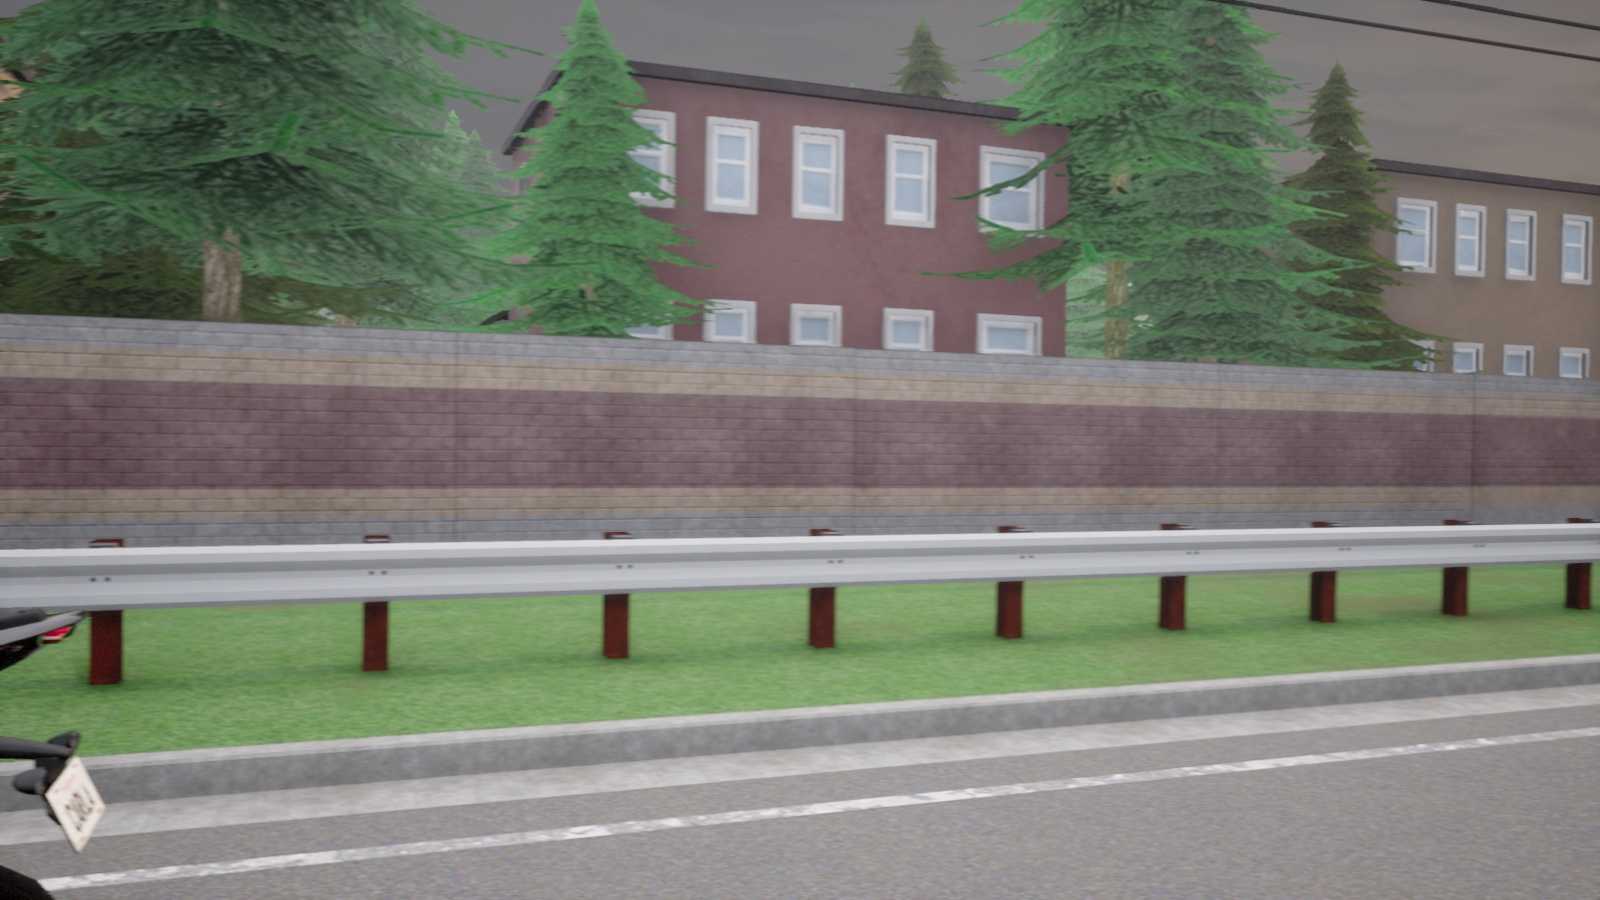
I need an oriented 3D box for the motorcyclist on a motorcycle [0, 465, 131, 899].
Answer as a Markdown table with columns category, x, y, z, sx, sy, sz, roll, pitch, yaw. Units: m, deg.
| category | x | y | z | sx | sy | sz | roll | pitch | yaw |
| --- | --- | --- | --- | --- | --- | --- | --- | --- | --- |
| motorcyclist on a motorcycle | -2.514 | 0.819 | 2.285 | 2.191 | 1.530 | 0.866 | -1 | 1 | -21 |
